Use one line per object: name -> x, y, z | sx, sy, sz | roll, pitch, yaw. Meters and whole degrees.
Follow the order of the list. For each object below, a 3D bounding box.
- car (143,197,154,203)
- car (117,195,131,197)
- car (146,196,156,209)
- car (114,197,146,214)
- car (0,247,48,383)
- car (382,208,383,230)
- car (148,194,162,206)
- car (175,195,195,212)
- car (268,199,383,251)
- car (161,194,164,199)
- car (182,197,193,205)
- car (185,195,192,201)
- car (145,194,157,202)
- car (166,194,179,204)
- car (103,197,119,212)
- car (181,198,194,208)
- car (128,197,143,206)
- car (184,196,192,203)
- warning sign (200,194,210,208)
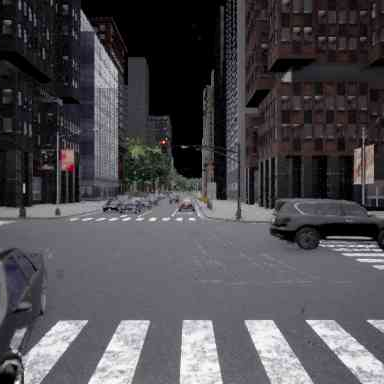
car -> -9.355, 1.668, 71.474 | 1.802, 1.307, 4.206 | 0, 0, 0
car -> -9.176, 1.335, 44.345 | 2.192, 1.841, 5.009 | 0, 0, 0
car -> -6.523, 1.586, 45.354 | 1.994, 1.385, 4.181 | 0, 0, -1
car -> -6.459, 1.548, 35.399 | 2.033, 1.411, 5.357 | 0, 0, -1
car -> -3.135, 1.545, 4.523 | 2.033, 1.411, 5.357 | 0, 0, -18
car -> 14.628, 1.794, 20.929 | 4.181, 1.385, 1.994 | 1, 0, 0
car -> -6.570, 1.551, 55.547 | 1.837, 1.490, 4.892 | 0, 0, 0
car -> -0.614, 1.448, 38.973 | 1.967, 1.590, 4.097 | 0, 0, 0
car -> 6.112, 1.337, 14.189 | 5.566, 2.045, 2.150 | 1, 0, -1
car -> -9.465, 1.449, 87.752 | 2.192, 1.841, 5.009 | 0, 0, 0
car -> -0.758, 1.603, 60.672 | 1.887, 1.381, 4.507 | 0, 0, 0
car -> -0.939, 1.574, 87.797 | 1.967, 1.590, 4.097 | 0, 0, 0
car -> -9.392, 1.417, 76.901 | 2.192, 1.841, 5.009 | 0, 0, 0
car -> -3.449, 1.575, 65.271 | 1.837, 1.490, 4.892 | 0, 0, -1
car -> -9.139, 1.574, 38.919 | 1.947, 1.339, 4.313 | 0, 0, 0
car -> -0.686, 1.614, 49.822 | 1.802, 1.307, 4.206 | 0, 0, 0
car -> -9.246, 1.570, 55.026 | 1.752, 1.417, 4.829 | 0, 0, 0
car -> -0.831, 1.612, 71.692 | 1.752, 1.417, 4.829 | 0, 0, 0
warning sign -> 1.672, 1.131, 42.659 | 1.300, 1.860, 1.060 | 0, 0, 0
